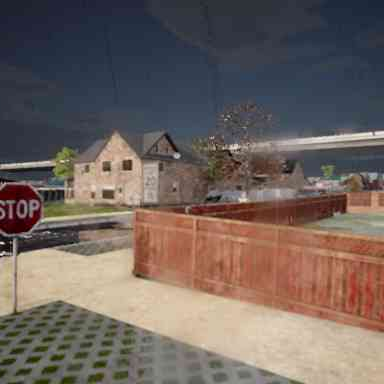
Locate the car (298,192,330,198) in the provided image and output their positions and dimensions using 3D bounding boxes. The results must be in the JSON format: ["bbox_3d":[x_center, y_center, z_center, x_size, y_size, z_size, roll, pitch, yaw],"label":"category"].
[{"bbox_3d":[14.732,0.742,40.010,1.812,1.442,4.674,0,1,37],"label":"car"}]

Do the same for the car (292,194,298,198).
[{"bbox_3d":[15.127,0.694,45.219,1.994,1.385,4.181,0,1,37],"label":"car"}]

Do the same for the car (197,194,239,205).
[{"bbox_3d":[2.217,0.974,28.099,1.837,1.490,4.892,0,1,37],"label":"car"}]

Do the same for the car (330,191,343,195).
[{"bbox_3d":[20.822,0.598,48.230,2.033,1.411,5.357,0,1,37],"label":"car"}]
